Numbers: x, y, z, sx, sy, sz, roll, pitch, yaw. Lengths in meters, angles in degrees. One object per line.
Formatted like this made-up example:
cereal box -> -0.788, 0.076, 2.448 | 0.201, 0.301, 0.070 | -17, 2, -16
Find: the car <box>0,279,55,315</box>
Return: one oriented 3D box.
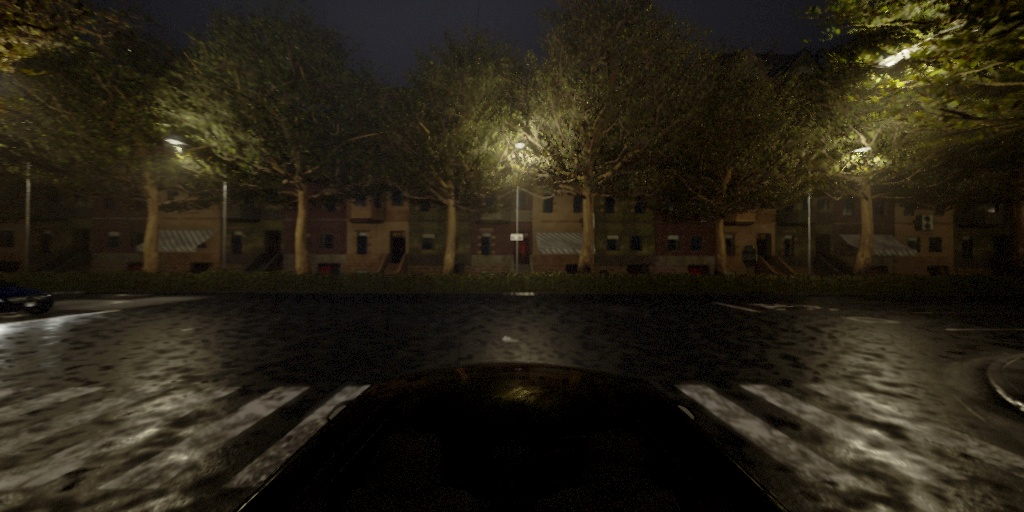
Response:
car -> -18.153, 1.313, 11.757 | 4.674, 1.442, 1.812 | 0, -1, -1
